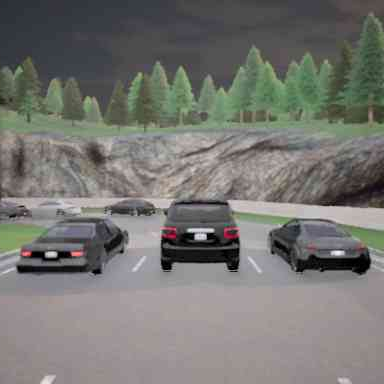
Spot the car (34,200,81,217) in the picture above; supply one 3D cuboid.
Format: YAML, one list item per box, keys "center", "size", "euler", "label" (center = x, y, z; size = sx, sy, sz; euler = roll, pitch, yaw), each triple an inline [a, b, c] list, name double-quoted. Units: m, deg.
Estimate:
- center: [-11.421, 1.385, 27.096]
  size: [4.674, 1.442, 1.812]
  euler: [0, 0, 9]
  label: "car"

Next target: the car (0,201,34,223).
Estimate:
- center: [-14.328, 1.364, 23.481]
  size: [4.902, 1.511, 2.128]
  euler: [0, 0, -5]
  label: "car"

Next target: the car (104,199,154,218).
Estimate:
- center: [-5.459, 1.363, 28.781]
  size: [4.892, 1.490, 1.837]
  euler: [0, -1, 29]
  label: "car"

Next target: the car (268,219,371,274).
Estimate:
- center: [3.737, 1.518, 10.479]
  size: [1.994, 1.385, 4.181]
  euler: [0, 0, 1]
  label: "car"

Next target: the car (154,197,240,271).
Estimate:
- center: [0.241, 1.171, 10.856]
  size: [2.150, 2.045, 5.566]
  euler: [0, 0, 1]
  label: "car"

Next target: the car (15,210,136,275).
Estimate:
- center: [-3.278, 1.494, 10.228]
  size: [2.033, 1.411, 5.357]
  euler: [0, 0, 0]
  label: "car"
